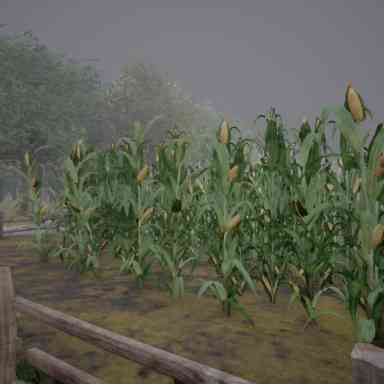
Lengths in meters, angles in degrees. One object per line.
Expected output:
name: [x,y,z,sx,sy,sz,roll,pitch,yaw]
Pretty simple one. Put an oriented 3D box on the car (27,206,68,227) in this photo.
car: [-10.618,1.892,26.810,1.882,1.535,5.008,0,-1,36]
